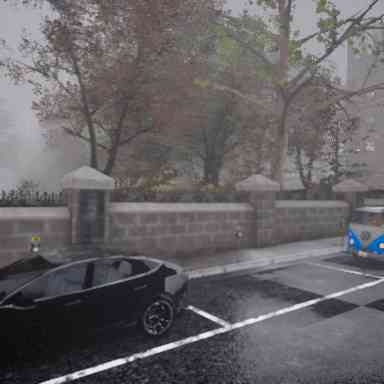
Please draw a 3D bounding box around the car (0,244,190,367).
[{"bbox_3d":[-2.020,1.571,5.082,4.313,1.339,1.947,0,1,-35],"label":"car"}]

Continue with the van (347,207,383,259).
[{"bbox_3d":[6.991,1.394,11.476,3.998,1.788,1.690,0,1,-35],"label":"van"}]
